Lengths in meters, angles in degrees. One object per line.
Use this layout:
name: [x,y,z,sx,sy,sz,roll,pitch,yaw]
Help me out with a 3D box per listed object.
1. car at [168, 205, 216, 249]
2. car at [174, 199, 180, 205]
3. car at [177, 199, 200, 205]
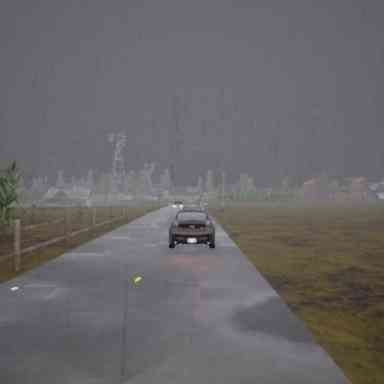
car: [0.000,1.531,14.652,1.837,1.490,4.892,0,0,0]
car: [-2.750,2.110,68.627,1.895,1.301,4.718,0,-1,0]
car: [0.000,1.620,29.655,2.033,1.411,5.357,0,0,0]
